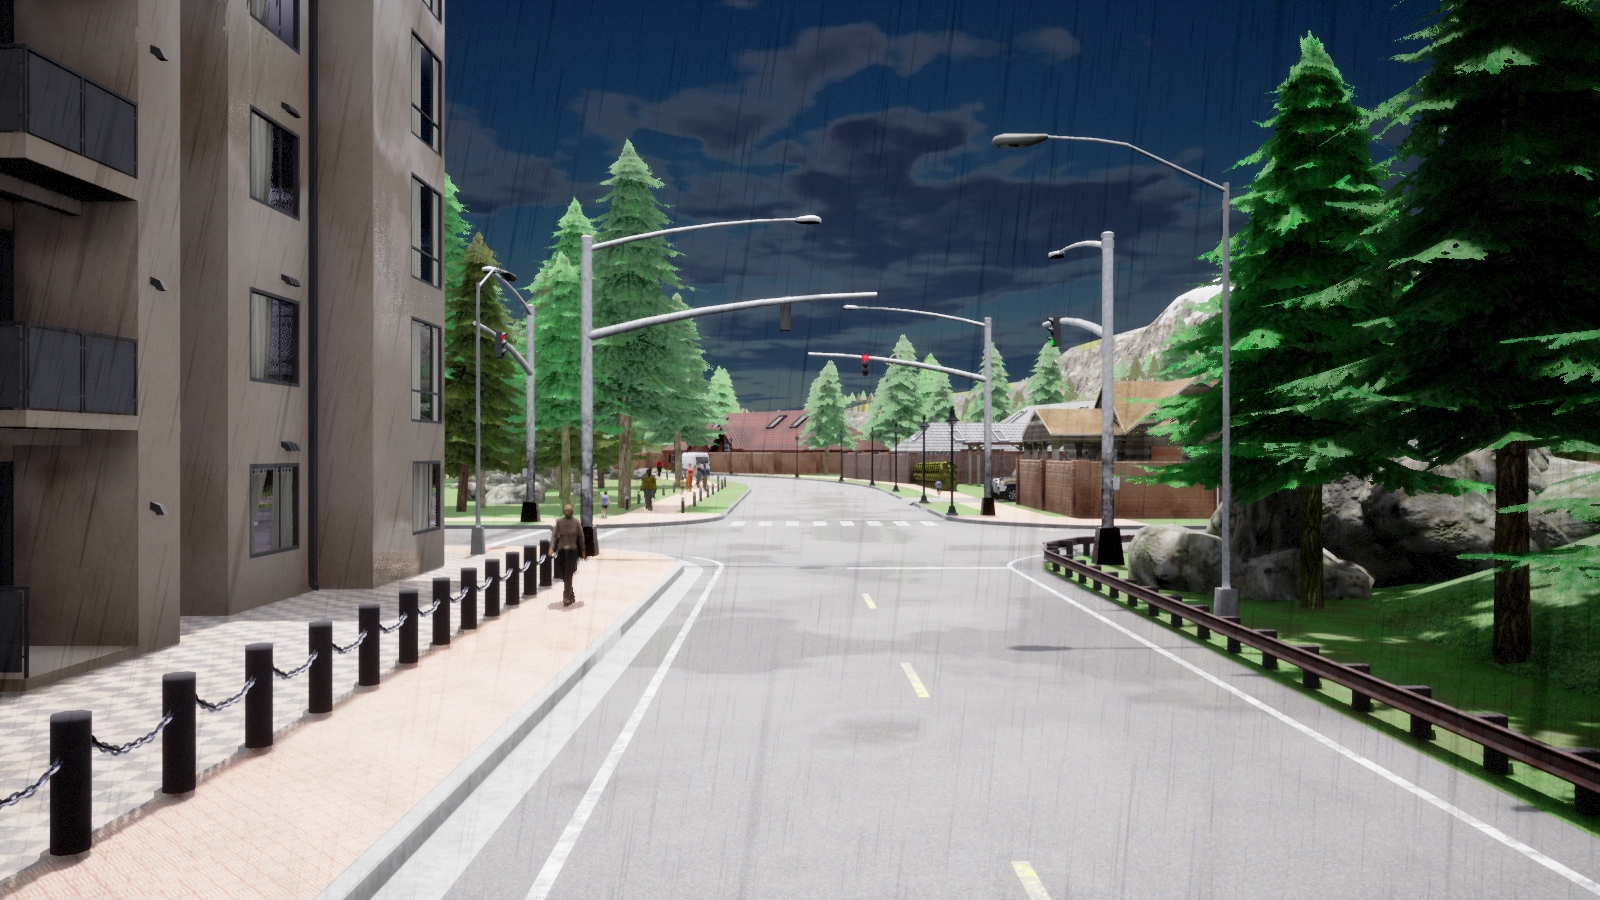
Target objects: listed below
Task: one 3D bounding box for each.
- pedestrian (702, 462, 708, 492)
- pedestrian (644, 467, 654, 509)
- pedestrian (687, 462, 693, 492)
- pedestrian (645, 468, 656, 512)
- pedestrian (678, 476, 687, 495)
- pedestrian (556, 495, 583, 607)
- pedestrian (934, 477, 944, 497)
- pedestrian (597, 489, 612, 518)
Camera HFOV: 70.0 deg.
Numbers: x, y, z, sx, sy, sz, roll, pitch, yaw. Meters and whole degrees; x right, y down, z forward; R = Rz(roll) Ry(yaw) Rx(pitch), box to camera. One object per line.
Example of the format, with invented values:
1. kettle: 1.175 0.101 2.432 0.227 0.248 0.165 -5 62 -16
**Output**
1. pedestrian: -5.952 1.707 71.591 0.375 1.860 0.375 0 0 -6
2. pedestrian: -6.713 1.696 50.794 0.375 1.860 0.375 0 0 0
3. pedestrian: -6.922 1.707 71.868 0.375 1.860 0.375 0 0 -5
4. pedestrian: -6.365 1.693 48.546 0.375 1.860 0.375 0 0 10
5. pedestrian: -6.979 2.084 67.792 0.500 1.100 0.500 0 0 3
6. pedestrian: -3.913 1.707 19.392 0.375 1.860 0.375 0 0 -1
7. pedestrian: 7.772 2.087 63.929 0.500 1.100 0.500 0 0 -3
8. pedestrian: -7.573 2.085 44.271 0.500 1.100 0.500 0 0 4
